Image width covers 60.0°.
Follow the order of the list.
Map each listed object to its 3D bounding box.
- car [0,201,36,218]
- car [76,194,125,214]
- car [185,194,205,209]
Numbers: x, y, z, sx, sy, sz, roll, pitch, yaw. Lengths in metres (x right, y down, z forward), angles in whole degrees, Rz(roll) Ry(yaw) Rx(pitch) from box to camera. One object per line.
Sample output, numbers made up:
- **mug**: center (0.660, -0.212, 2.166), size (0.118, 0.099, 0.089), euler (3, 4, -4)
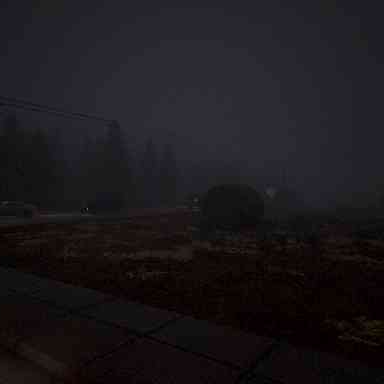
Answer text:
- **car**: center (-15.982, 1.552, 28.855), size (1.812, 1.442, 4.674), euler (0, 0, 37)
- **car**: center (-10.034, 1.238, 36.898), size (2.150, 2.045, 5.566), euler (0, 1, 37)
- **car**: center (1.412, 1.248, 46.165), size (2.150, 2.045, 5.566), euler (0, 0, 38)
